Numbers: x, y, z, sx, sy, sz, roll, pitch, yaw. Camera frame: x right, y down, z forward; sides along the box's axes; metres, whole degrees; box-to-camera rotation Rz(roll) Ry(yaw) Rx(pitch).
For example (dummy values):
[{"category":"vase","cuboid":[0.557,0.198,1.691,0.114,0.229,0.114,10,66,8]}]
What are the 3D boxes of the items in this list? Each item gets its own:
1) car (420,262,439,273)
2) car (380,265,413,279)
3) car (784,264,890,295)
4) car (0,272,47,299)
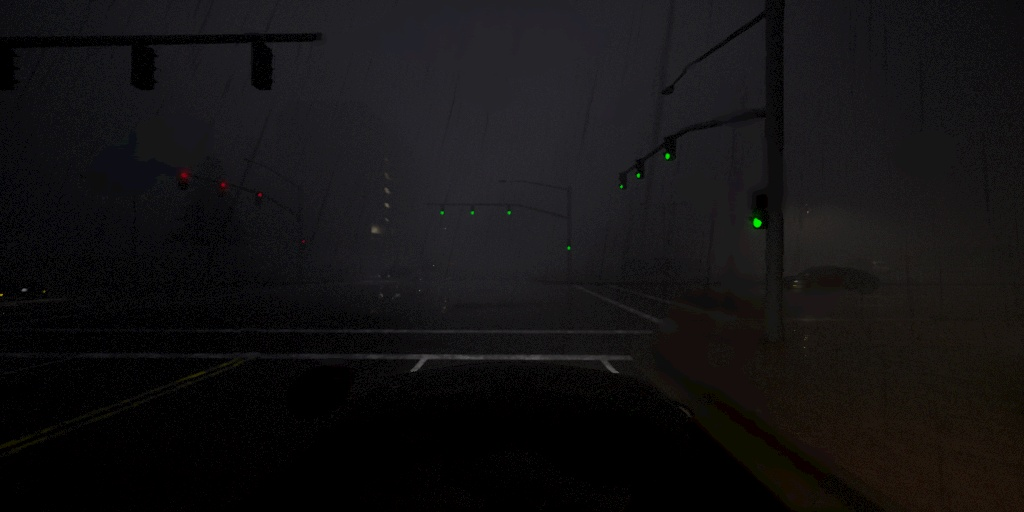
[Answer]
[{"category":"car","cuboid":[-11.313,1.523,49.611,1.837,1.490,4.892,0,0,0]},{"category":"car","cuboid":[-11.330,1.539,35.320,1.895,1.301,4.718,0,0,1]},{"category":"car","cuboid":[17.791,1.362,20.267,4.892,1.490,1.837,0,0,1]},{"category":"car","cuboid":[-24.543,1.394,16.597,4.181,1.385,1.994,0,0,0]}]
